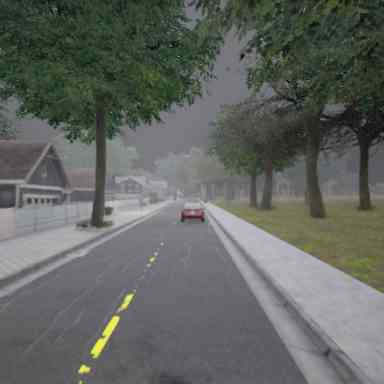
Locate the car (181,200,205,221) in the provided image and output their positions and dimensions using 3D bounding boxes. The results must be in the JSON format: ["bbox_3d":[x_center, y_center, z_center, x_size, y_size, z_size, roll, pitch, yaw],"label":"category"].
[{"bbox_3d":[0.080,1.686,28.692,2.163,1.488,4.792,0,0,1],"label":"car"}]

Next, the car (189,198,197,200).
[{"bbox_3d":[0.136,1.847,57.338,2.128,1.511,4.902,0,-1,0],"label":"car"}]
